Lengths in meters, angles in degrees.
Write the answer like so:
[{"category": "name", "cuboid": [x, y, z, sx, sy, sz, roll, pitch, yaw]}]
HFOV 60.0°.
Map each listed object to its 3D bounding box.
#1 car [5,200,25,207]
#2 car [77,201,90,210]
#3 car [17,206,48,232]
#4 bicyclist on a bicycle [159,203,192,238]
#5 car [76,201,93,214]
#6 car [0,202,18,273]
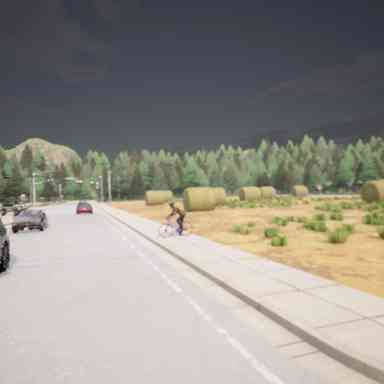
[{"category": "car", "cuboid": [-21.068, 1.937, 39.891, 3.866, 1.878, 1.905, 0, -5, 29]}, {"category": "car", "cuboid": [-19.254, 2.293, 58.947, 1.994, 1.385, 4.181, -2, 0, -19]}, {"category": "car", "cuboid": [-11.234, 1.965, 23.389, 2.033, 1.411, 5.357, -2, 0, -18]}, {"category": "bicyclist on a bicycle", "cuboid": [-0.776, 1.323, 15.658, 1.656, 1.620, 0.582, -2, 0, -19]}, {"category": "car", "cuboid": [-13.909, 2.079, 43.002, 1.994, 1.385, 4.181, -2, 0, -19]}, {"category": "car", "cuboid": [-6.249, 1.448, 8.444, 2.150, 2.045, 5.566, -2, 0, -19]}]
